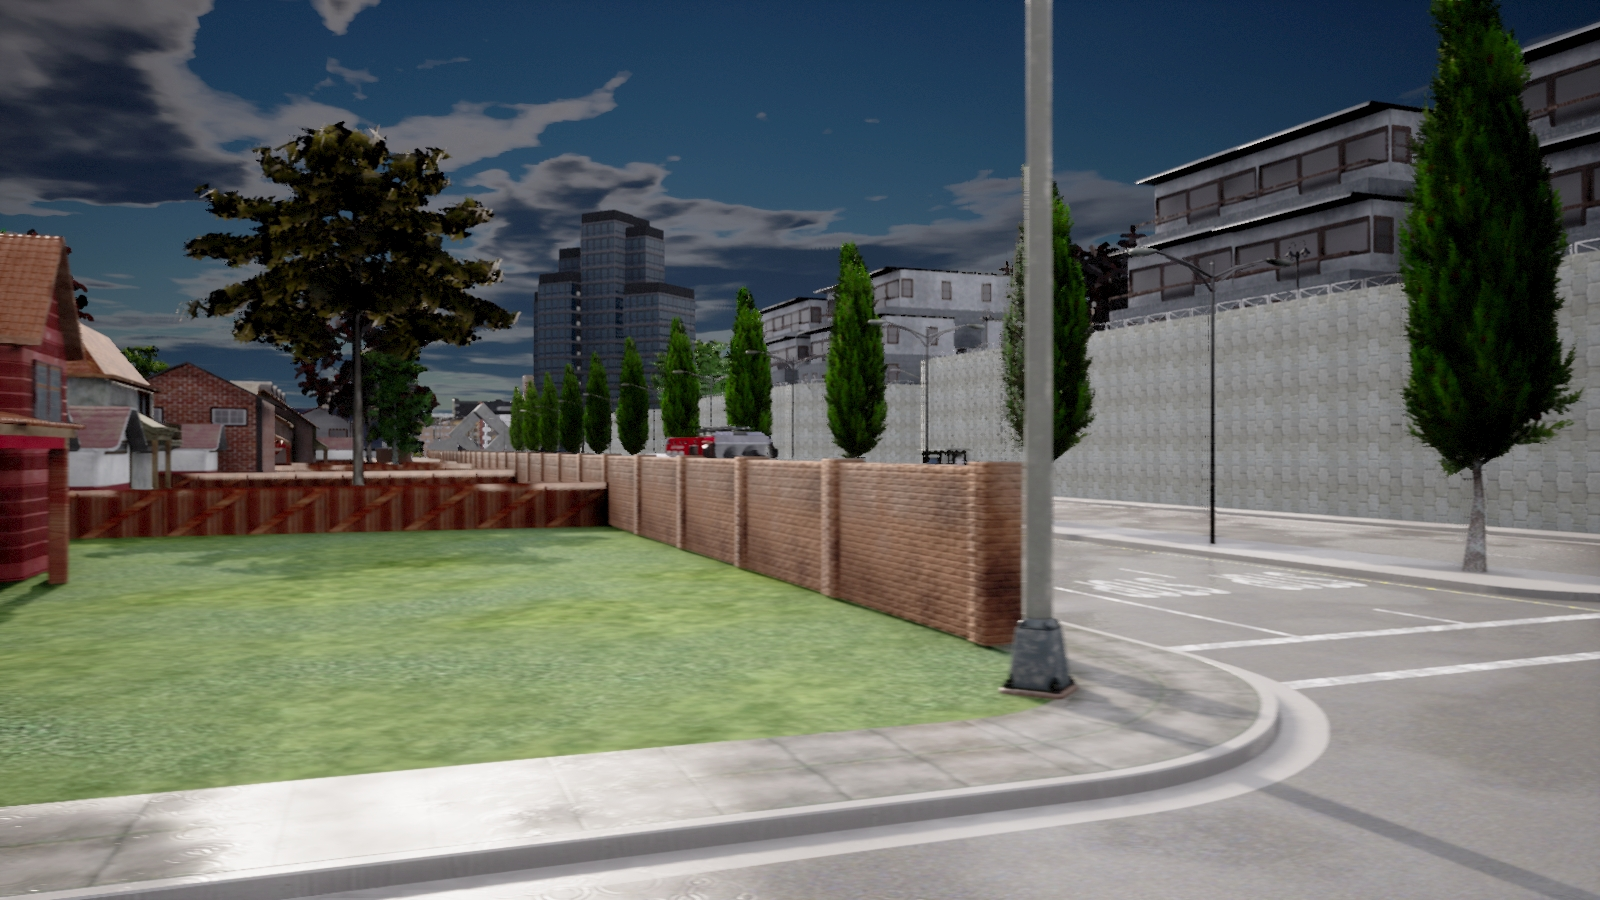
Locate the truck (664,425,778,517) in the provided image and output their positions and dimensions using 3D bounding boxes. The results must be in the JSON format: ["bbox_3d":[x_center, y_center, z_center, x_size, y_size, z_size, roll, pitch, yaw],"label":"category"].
[{"bbox_3d":[-3.771,0.885,51.921,2.891,3.827,8.468,0,0,-21],"label":"truck"}]
